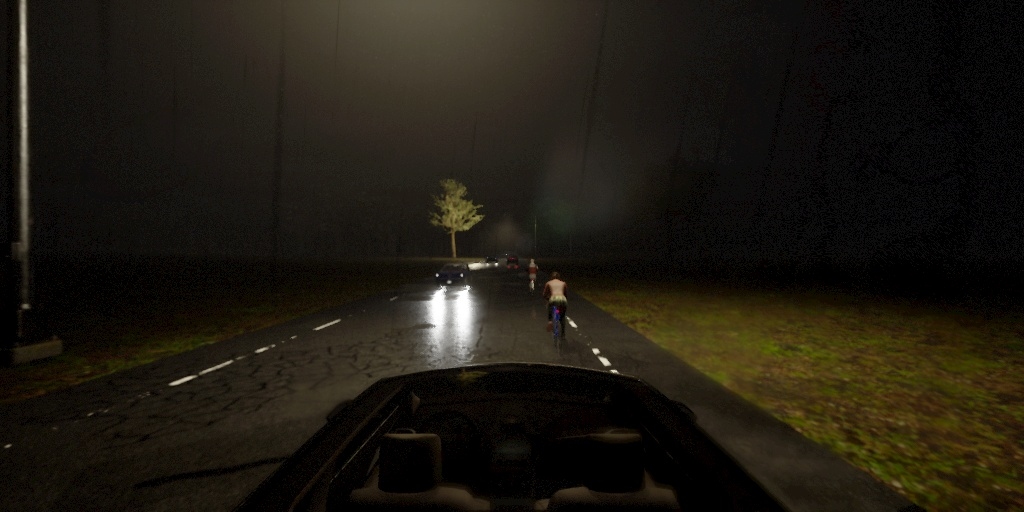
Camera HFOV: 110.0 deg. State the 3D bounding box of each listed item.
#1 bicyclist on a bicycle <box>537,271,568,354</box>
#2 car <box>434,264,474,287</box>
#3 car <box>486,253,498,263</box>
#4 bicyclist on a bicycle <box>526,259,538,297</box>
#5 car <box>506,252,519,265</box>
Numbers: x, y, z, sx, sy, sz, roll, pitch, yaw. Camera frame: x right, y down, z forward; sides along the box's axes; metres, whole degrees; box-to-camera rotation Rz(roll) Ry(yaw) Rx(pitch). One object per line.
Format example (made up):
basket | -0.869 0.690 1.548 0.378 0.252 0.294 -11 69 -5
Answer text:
bicyclist on a bicycle | 0.957 1.182 7.778 0.582 1.620 1.656 0 0 0
car | -3.609 1.168 22.888 1.895 1.301 4.718 0 1 0
car | -3.572 0.324 64.787 2.097 1.767 4.553 0 1 1
bicyclist on a bicycle | 0.953 1.008 17.141 0.659 1.776 1.843 0 1 0
car | 0.071 0.582 57.951 2.128 1.511 4.902 0 1 0
